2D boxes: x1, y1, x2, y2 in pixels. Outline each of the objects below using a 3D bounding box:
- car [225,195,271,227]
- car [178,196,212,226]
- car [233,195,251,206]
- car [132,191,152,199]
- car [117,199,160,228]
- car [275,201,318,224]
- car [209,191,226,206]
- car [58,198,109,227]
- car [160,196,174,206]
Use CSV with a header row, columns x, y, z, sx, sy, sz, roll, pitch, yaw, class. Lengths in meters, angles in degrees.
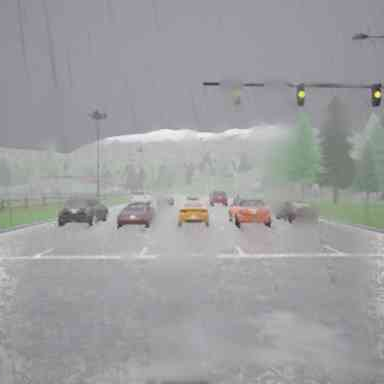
x,y,z,sx,sy,sz,roll,pitch,yaw,class
3.600,1.183,21.433,2.097,1.767,4.553,0,0,0,car
0.100,1.303,22.080,1.882,1.535,5.008,0,0,0,car
7.103,1.152,47.513,1.812,1.442,4.674,0,0,0,car
-6.897,0.861,45.867,2.150,2.045,5.566,0,0,0,car
-3.400,1.398,21.076,1.994,1.385,4.181,0,0,0,car
7.100,1.345,22.824,1.812,1.442,4.674,0,0,0,car
3.603,0.860,45.918,2.150,2.045,5.566,0,0,0,car
-6.901,1.182,21.604,2.097,1.767,4.553,0,0,0,car
-3.398,1.247,45.032,1.895,1.301,4.718,0,0,0,car
